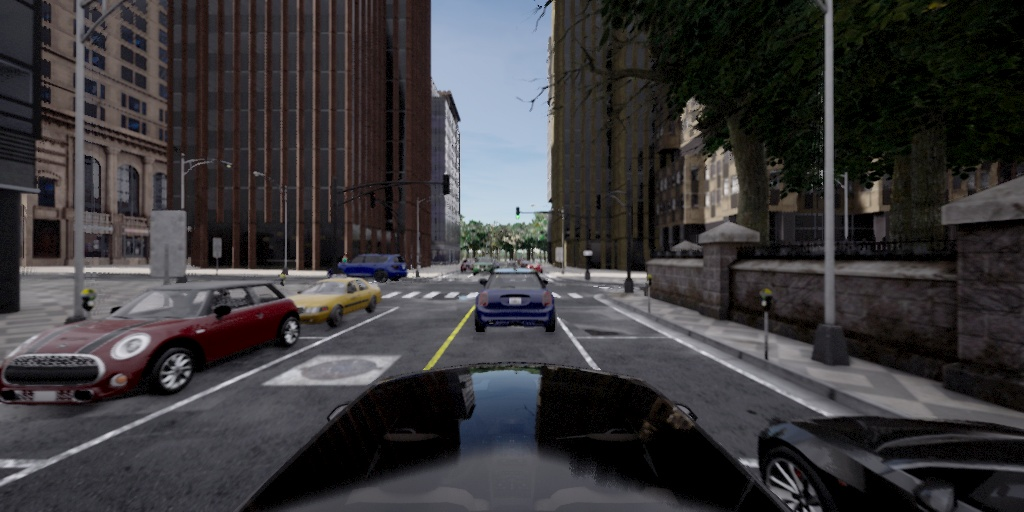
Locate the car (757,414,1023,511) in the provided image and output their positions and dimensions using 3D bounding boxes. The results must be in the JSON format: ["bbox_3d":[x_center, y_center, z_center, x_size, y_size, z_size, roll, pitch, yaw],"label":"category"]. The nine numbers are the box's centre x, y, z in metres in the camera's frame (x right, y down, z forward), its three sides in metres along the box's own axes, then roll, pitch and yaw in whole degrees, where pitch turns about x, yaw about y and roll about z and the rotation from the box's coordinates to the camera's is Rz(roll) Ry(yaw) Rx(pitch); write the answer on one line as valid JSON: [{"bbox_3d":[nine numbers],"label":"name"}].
[{"bbox_3d":[2.765,1.313,0.971,1.948,1.339,4.313,0,0,0],"label":"car"}]

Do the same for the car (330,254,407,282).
[{"bbox_3d":[-10.542,0.890,26.393,5.566,2.045,2.150,1,-1,8],"label":"car"}]

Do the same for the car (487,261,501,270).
[{"bbox_3d":[-3.074,1.545,61.647,2.033,1.411,5.357,0,0,0],"label":"car"}]

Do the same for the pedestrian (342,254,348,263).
[{"bbox_3d":[-13.800,0.755,29.568,0.375,1.860,0.375,0,-1,0],"label":"pedestrian"}]

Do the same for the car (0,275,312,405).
[{"bbox_3d":[-5.767,1.208,6.415,1.967,1.591,4.097,0,0,0],"label":"car"}]

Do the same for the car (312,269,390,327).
[{"bbox_3d":[-5.774,1.315,11.702,1.751,1.417,4.829,0,0,0],"label":"car"}]

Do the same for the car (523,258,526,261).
[{"bbox_3d":[2.712,1.361,43.852,1.967,1.591,4.097,0,0,0],"label":"car"}]

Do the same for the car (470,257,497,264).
[{"bbox_3d":[-3.149,1.130,40.756,2.150,2.045,5.566,0,0,0],"label":"car"}]

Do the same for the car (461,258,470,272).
[{"bbox_3d":[-5.821,1.259,49.279,2.192,1.841,5.009,0,0,0],"label":"car"}]

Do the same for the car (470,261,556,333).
[{"bbox_3d":[0.068,1.138,11.004,2.097,1.767,4.553,0,0,0],"label":"car"}]

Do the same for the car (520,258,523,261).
[{"bbox_3d":[2.691,1.542,60.164,2.007,1.370,4.403,0,0,0],"label":"car"}]
